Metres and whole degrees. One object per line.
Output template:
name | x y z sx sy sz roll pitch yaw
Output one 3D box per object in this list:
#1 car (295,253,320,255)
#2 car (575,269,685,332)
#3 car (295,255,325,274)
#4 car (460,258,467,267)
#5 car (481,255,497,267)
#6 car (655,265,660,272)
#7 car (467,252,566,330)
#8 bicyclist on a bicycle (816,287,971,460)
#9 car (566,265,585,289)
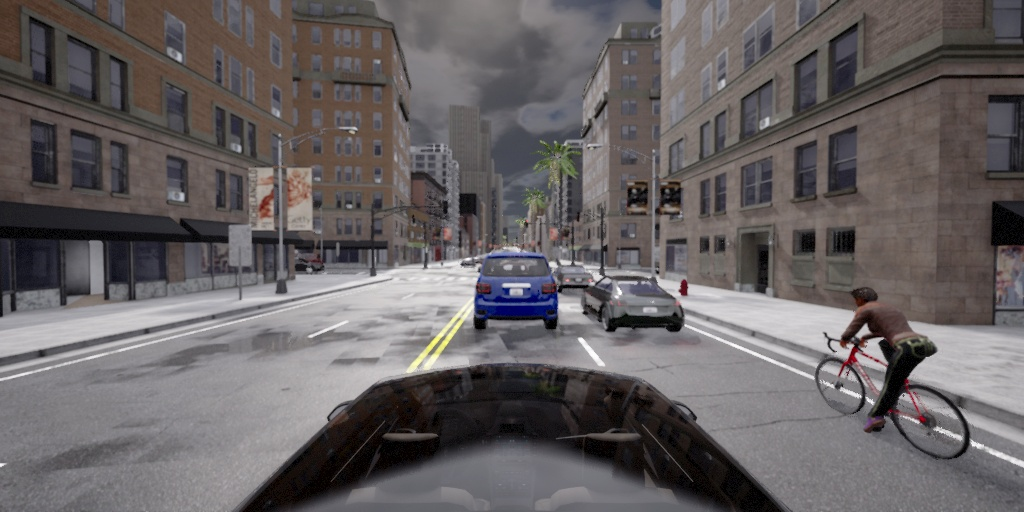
car | -23.939 0.604 40.230 5.009 1.841 2.192 0 0 -9
car | 3.323 1.259 10.646 1.994 1.385 4.181 0 0 0
car | -20.905 0.923 34.844 4.892 1.490 1.837 1 1 -9
car | -6.647 0.992 54.594 1.994 1.385 4.181 0 0 0
car | -3.397 0.780 54.572 2.097 1.767 4.553 0 0 0
car | 16.169 1.316 34.783 4.313 1.339 1.948 0 0 0
car | 0.091 0.914 10.976 2.150 2.045 5.566 0 0 0
bicyclist on a bicycle | 4.141 1.189 4.059 0.582 1.620 1.656 0 0 0
car | 3.229 1.186 19.879 2.033 1.411 5.357 0 0 0
